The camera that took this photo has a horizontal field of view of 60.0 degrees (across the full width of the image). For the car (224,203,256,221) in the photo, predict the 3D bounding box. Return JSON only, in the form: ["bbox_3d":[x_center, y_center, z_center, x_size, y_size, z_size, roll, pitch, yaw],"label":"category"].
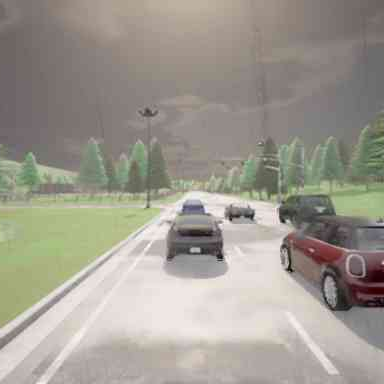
[{"bbox_3d":[3.596,1.487,25.886,1.895,1.301,4.718,0,0,0],"label":"car"}]

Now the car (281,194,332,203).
[{"bbox_3d":[7.098,1.128,21.090,2.150,2.045,5.566,0,0,0],"label":"car"}]

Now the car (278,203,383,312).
[{"bbox_3d":[3.598,1.319,7.758,2.097,1.767,4.553,0,0,0],"label":"car"}]

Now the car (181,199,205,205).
[{"bbox_3d":[0.096,1.352,28.342,1.882,1.535,5.008,0,0,0],"label":"car"}]

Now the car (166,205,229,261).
[{"bbox_3d":[0.097,1.450,12.135,1.837,1.490,4.892,0,0,0],"label":"car"}]
